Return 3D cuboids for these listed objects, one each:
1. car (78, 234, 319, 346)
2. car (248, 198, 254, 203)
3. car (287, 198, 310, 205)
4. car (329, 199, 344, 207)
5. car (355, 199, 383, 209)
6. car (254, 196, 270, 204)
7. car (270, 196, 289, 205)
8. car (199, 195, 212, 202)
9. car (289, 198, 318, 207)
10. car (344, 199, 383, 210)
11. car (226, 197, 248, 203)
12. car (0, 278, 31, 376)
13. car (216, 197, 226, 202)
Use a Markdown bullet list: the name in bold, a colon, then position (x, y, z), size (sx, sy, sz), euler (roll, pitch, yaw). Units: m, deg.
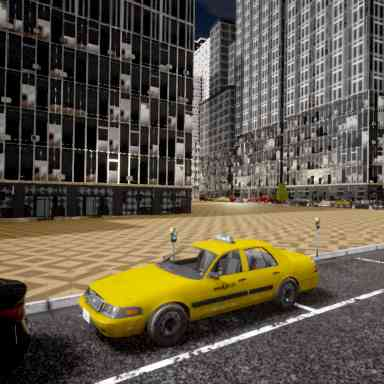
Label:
- **car**: position (0.410, 1.528, 6.323), size (4.829, 1.417, 1.752), euler (0, 1, -35)
- **car**: position (15.103, 2.051, 82.443), size (1.802, 1.307, 4.206), euler (1, -1, -22)
- **car**: position (21.434, 1.927, 66.900), size (2.008, 1.369, 4.403), euler (1, -1, -22)
- **car**: position (25.591, 1.840, 56.695), size (1.752, 1.417, 4.829), euler (1, -1, -22)
- **car**: position (27.765, 1.833, 51.356), size (2.008, 1.369, 4.403), euler (1, -1, -22)
- **car**: position (17.217, 1.753, 77.265), size (2.192, 1.841, 5.009), euler (1, -1, -22)
- **car**: position (16.255, 1.636, 58.732), size (1.967, 1.590, 4.097), euler (1, -1, -22)
- **car**: position (3.601, 1.698, 89.806), size (2.192, 1.841, 5.009), euler (1, -1, -22)
- **car**: position (18.363, 1.715, 53.552), size (2.008, 1.369, 4.403), euler (1, -1, -22)
- **car**: position (22.581, 1.653, 43.194), size (2.008, 1.369, 4.403), euler (1, -1, -22)
- **car**: position (9.927, 1.729, 74.269), size (1.967, 1.590, 4.097), euler (1, -1, -22)
- **car**: position (-3.954, 1.565, 3.265), size (4.313, 1.339, 1.947), euler (0, 1, -36)
- **car**: position (7.881, 1.845, 79.289), size (1.752, 1.417, 4.829), euler (1, -1, -22)
